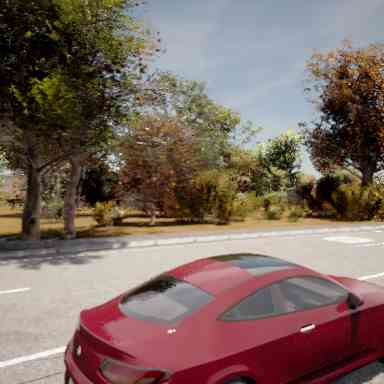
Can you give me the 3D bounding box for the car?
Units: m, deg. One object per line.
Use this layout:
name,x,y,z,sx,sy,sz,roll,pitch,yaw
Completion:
car,0.890,1.529,4.172,4.674,1.442,1.812,0,0,-34
